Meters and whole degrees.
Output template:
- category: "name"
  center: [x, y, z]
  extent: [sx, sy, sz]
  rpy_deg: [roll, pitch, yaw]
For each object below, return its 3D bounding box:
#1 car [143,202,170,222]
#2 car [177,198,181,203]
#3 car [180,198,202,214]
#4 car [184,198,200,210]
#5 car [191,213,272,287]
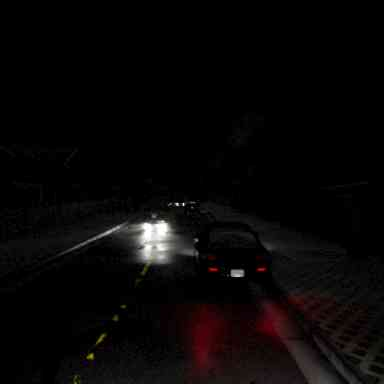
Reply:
- category: "car"
  center: [-2.851, 1.577, 27.335]
  extent: [2.128, 1.511, 4.902]
  rpy_deg: [0, 0, 0]
- category: "car"
  center: [-2.757, 2.147, 82.456]
  extent: [1.895, 1.301, 4.718]
  rpy_deg: [0, -1, 0]
- category: "car"
  center: [0.069, 1.677, 36.997]
  extent: [2.033, 1.411, 5.357]
  rpy_deg: [0, 0, 1]
- category: "car"
  center: [-0.002, 1.689, 47.666]
  extent: [2.128, 1.511, 4.902]
  rpy_deg: [0, 0, 0]
- category: "car"
  center: [0.962, 1.557, 9.333]
  extent: [1.812, 1.442, 4.674]
  rpy_deg: [0, 0, 0]
